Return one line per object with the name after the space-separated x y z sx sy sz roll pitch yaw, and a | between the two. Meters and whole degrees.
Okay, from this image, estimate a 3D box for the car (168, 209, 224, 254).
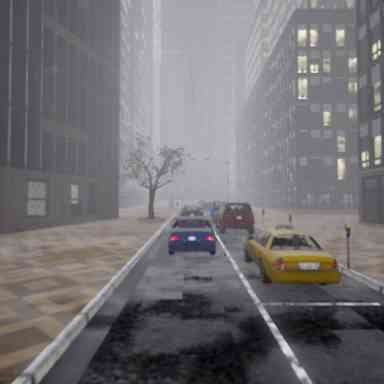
0.003 1.681 14.005 2.033 1.411 5.357 0 -1 0 | car

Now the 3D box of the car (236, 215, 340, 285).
2.581 1.618 9.641 1.752 1.417 4.829 1 -1 0 | car

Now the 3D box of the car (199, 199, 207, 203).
2.588 2.080 54.007 1.887 1.381 4.507 1 -1 0 | car

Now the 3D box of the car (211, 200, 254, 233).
2.586 1.512 20.607 2.192 1.841 5.009 1 -1 0 | car

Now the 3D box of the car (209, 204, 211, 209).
2.582 1.834 26.171 1.802 1.307 4.206 1 -1 0 | car

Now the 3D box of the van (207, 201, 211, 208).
2.588 1.648 31.741 1.690 1.788 3.998 1 -1 0 | van

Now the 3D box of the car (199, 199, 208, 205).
2.590 2.360 76.275 1.802 1.307 4.206 1 -1 0 | car

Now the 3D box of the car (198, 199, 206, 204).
2.592 2.486 87.408 1.802 1.307 4.206 1 -1 0 | car

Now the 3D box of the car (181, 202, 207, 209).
0.005 1.847 29.325 1.994 1.385 4.181 0 -1 0 | car
